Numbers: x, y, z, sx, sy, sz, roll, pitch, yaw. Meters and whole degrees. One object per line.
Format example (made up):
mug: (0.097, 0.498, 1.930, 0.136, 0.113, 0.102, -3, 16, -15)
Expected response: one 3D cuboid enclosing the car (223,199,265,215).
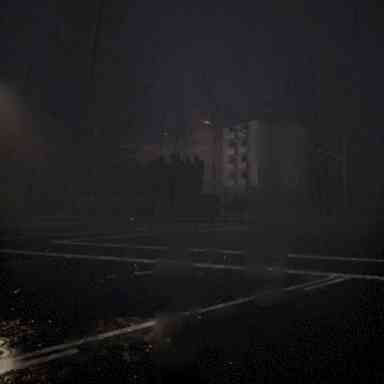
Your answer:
car: (5.396, 1.505, 35.012, 1.882, 1.535, 5.008, 0, 0, -35)
